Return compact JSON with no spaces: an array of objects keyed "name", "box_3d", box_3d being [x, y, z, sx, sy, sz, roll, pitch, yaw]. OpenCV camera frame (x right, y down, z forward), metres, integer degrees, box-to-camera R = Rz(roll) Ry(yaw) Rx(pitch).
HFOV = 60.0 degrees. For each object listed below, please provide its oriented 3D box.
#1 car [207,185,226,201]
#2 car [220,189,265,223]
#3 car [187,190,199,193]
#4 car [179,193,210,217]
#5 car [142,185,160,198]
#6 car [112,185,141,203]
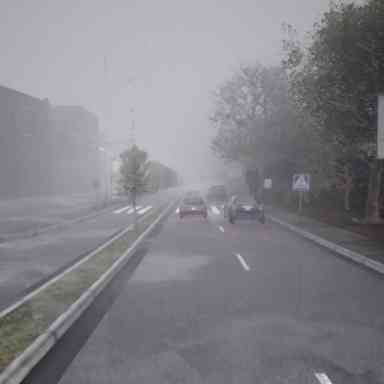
[{"name":"car","box_3d":[3.247,0.098,43.382,2.150,2.045,5.566,0,2,0]},{"name":"car","box_3d":[3.245,0.929,21.495,2.097,1.767,4.553,0,2,0]},{"name":"car","box_3d":[0.093,0.470,41.956,2.033,1.411,5.357,0,2,0]},{"name":"car","box_3d":[0.095,1.035,24.876,1.994,1.385,4.181,0,2,0]},{"name":"car","box_3d":[-8.039,-0.532,62.429,2.435,2.045,5.566,0,2,0]},{"name":"car","box_3d":[-8.157,0.211,40.256,2.435,2.045,5.566,0,2,0]}]
